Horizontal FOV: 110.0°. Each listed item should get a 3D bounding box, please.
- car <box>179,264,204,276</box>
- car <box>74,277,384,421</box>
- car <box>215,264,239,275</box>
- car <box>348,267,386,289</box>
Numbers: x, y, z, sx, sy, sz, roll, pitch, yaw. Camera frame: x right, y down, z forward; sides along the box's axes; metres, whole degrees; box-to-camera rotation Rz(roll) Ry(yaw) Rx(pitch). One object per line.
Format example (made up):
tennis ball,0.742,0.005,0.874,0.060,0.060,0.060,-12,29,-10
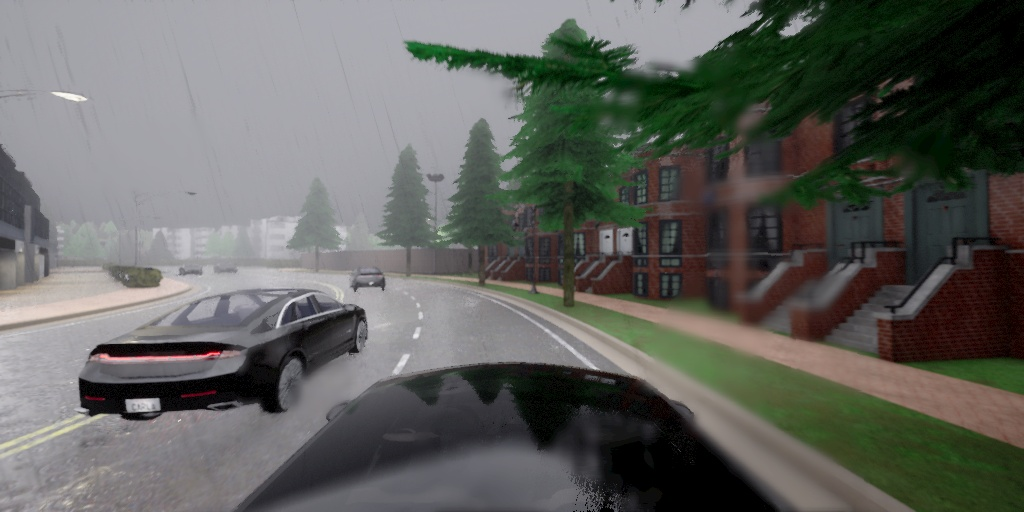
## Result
car,-39.814,1.723,44.529,4.892,1.490,1.837,-1,-1,40
car,-3.912,1.287,5.972,2.128,1.511,4.902,0,-1,-6
car,-37.663,1.739,47.300,4.892,1.490,1.837,-1,-1,40
car,-9.493,1.445,23.388,2.128,1.511,4.902,0,-1,-28
